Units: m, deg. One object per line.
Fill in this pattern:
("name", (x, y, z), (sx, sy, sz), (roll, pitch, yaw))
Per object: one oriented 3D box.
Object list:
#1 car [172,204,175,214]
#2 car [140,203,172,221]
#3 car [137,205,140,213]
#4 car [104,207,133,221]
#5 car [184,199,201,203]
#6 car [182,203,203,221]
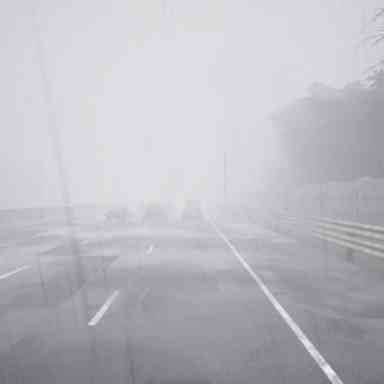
("car", (-3.432, 2.334, 47.730), (1.837, 1.490, 4.892), (0, -1, 0))
("car", (-3.473, 1.875, 32.590), (2.097, 1.767, 4.553), (0, -1, 1))
("car", (-6.922, 2.377, 49.651), (1.837, 1.490, 4.892), (0, -1, 0))
("car", (-6.978, 2.119, 32.319), (1.895, 1.301, 4.718), (0, -1, 1))
("car", (0.064, 2.039, 47.219), (2.150, 2.045, 5.566), (0, -1, 0))
("car", (0.038, 2.090, 32.769), (1.994, 1.385, 4.181), (0, -1, 0))
